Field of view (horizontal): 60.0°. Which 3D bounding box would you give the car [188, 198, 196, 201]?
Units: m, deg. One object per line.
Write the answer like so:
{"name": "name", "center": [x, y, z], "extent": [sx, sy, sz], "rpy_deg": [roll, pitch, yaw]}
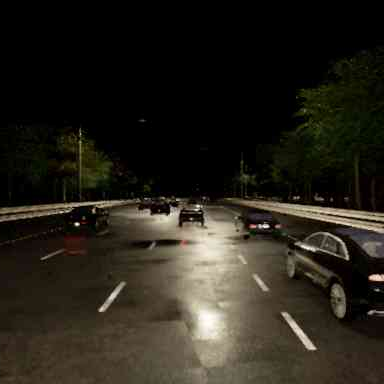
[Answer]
{"name": "car", "center": [0.013, 2.210, 79.142], "extent": [1.994, 1.385, 4.181], "rpy_deg": [0, 0, 0]}

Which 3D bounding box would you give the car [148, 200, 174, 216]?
{"name": "car", "center": [-3.393, 1.785, 36.885], "extent": [1.882, 1.535, 5.008], "rpy_deg": [0, 0, 0]}

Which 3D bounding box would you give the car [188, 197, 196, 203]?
{"name": "car", "center": [0.015, 2.308, 94.262], "extent": [2.128, 1.511, 4.902], "rpy_deg": [0, 0, 0]}

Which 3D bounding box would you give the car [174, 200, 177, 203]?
{"name": "car", "center": [-3.387, 2.072, 61.106], "extent": [1.994, 1.385, 4.181], "rpy_deg": [0, 0, 0]}

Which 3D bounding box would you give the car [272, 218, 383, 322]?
{"name": "car", "center": [3.502, 1.555, 7.347], "extent": [2.128, 1.511, 4.902], "rpy_deg": [0, 0, 0]}

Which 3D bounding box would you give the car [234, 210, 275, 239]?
{"name": "car", "center": [3.504, 1.702, 18.346], "extent": [2.033, 1.411, 5.357], "rpy_deg": [0, 0, 0]}

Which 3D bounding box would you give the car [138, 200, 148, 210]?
{"name": "car", "center": [-6.890, 1.965, 50.146], "extent": [2.033, 1.411, 5.357], "rpy_deg": [0, 0, 0]}

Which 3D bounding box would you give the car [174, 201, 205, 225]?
{"name": "car", "center": [-0.018, 1.708, 25.734], "extent": [2.128, 1.511, 4.902], "rpy_deg": [0, 0, 0]}

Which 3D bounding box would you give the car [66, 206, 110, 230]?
{"name": "car", "center": [-6.897, 1.693, 22.394], "extent": [1.837, 1.490, 4.892], "rpy_deg": [0, 0, 0]}
